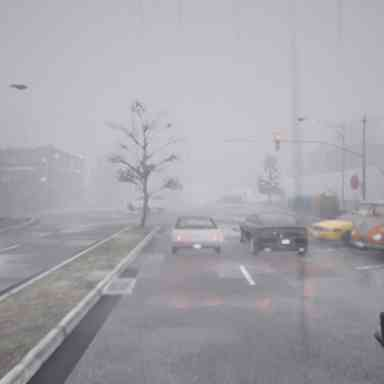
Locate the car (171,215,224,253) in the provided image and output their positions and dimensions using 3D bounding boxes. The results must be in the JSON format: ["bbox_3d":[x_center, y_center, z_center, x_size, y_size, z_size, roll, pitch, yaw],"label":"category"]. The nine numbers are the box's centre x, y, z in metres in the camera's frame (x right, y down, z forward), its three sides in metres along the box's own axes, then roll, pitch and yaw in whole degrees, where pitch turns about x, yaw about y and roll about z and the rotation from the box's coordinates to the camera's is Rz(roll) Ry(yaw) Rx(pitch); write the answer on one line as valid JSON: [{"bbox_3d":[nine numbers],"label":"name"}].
[{"bbox_3d":[0.092,1.617,13.819,1.895,1.301,4.718,0,0,-3],"label":"car"}]

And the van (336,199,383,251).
[{"bbox_3d":[7.957,1.278,12.398,4.442,1.987,1.878,1,0,-20],"label":"van"}]

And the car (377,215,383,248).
[{"bbox_3d":[8.091,1.531,9.471,4.792,1.488,2.163,1,0,-20],"label":"car"}]

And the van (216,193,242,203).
[{"bbox_3d":[7.920,1.303,67.667,4.442,1.987,1.878,1,-1,-20],"label":"van"}]

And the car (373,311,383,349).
[{"bbox_3d":[3.100,1.602,1.841,1.895,1.301,4.718,0,0,0],"label":"car"}]

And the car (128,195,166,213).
[{"bbox_3d":[-5.367,1.344,38.977,2.150,2.045,5.566,0,0,-42],"label":"car"}]

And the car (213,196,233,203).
[{"bbox_3d":[8.046,1.854,85.580,4.553,1.767,2.185,1,-1,-20],"label":"car"}]

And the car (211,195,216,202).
[{"bbox_3d":[7.847,1.748,76.570,5.366,1.575,1.946,1,-1,-20],"label":"car"}]

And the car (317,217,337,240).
[{"bbox_3d":[7.889,1.505,15.357,5.366,1.575,1.946,1,0,-20],"label":"car"}]

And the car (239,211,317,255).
[{"bbox_3d":[3.092,1.493,13.444,1.882,1.535,5.008,0,0,0],"label":"car"}]
